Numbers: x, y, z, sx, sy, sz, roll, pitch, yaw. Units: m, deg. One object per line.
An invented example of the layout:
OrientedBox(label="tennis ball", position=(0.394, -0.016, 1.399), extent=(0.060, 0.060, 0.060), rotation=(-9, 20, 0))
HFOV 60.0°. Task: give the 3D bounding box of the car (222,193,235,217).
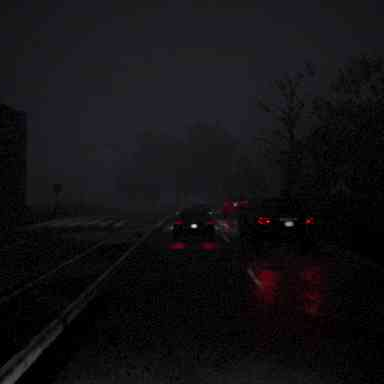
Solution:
OrientedBox(label="car", position=(3.913, 1.135, 30.404), extent=(2.150, 2.045, 5.566), rotation=(0, 0, 6))

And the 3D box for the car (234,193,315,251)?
OrientedBox(label="car", position=(3.344, 1.184, 14.124), extent=(2.150, 2.045, 5.566), rotation=(0, 0, 0))

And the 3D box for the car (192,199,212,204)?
OrientedBox(label="car", position=(0.916, 1.447, 32.311), extent=(1.812, 1.442, 4.674), rotation=(0, 0, 7))

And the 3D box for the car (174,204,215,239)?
OrientedBox(label="car", position=(0.102, 1.519, 17.124), extent=(1.994, 1.385, 4.181), rotation=(0, 0, 0))
